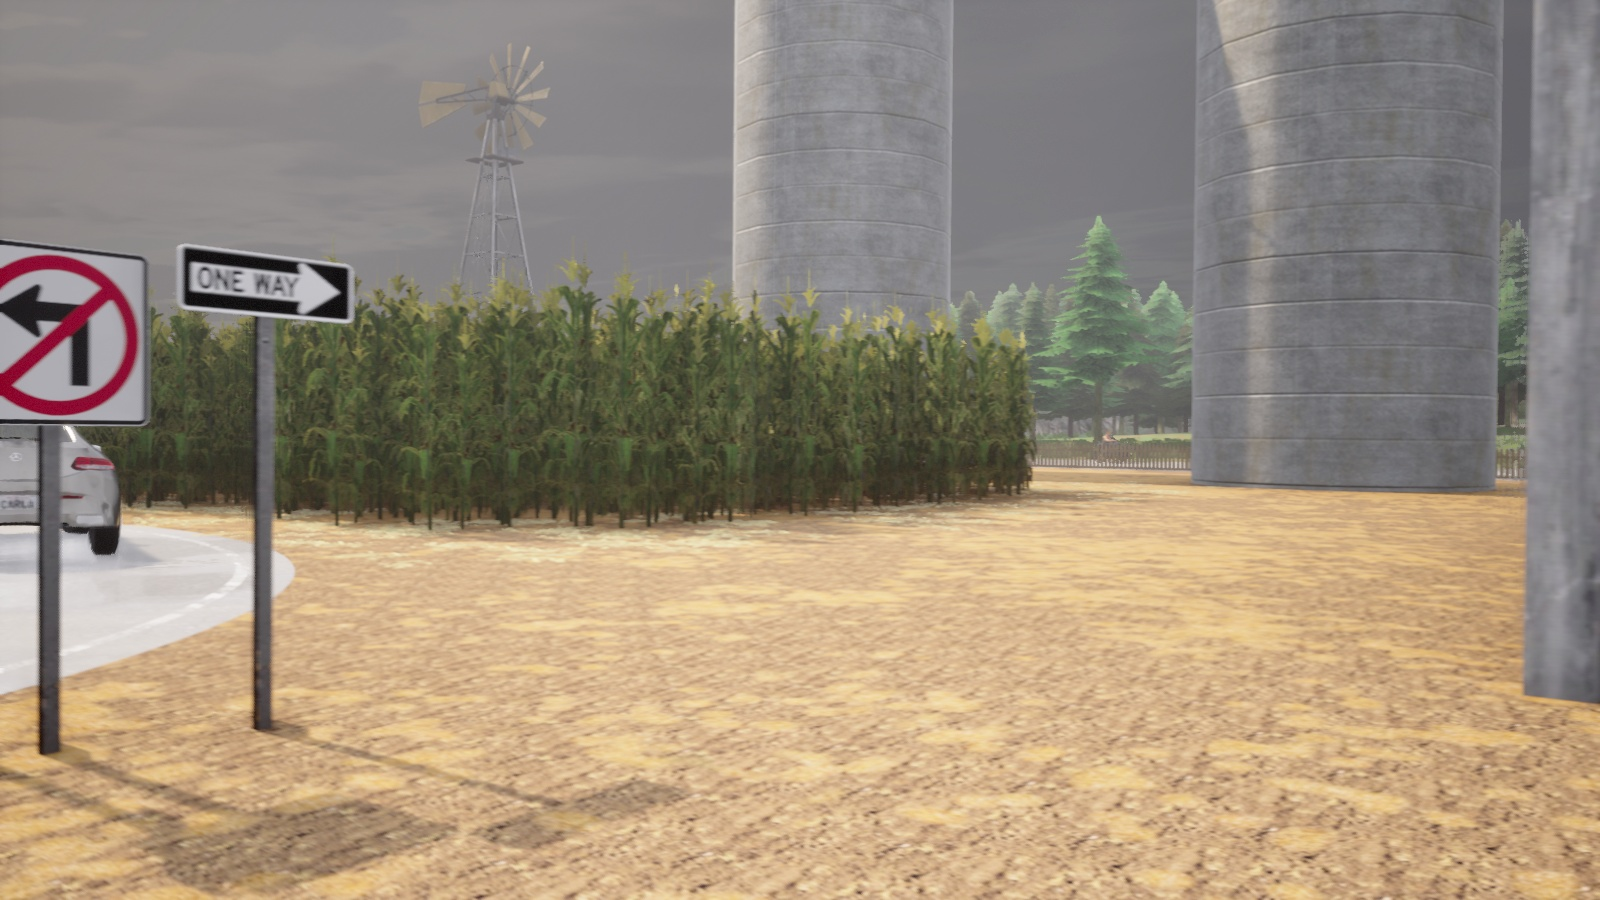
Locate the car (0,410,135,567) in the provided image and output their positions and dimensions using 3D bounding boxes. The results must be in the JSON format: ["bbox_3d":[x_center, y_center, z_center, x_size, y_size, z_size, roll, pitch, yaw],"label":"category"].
[{"bbox_3d":[-9.718,0.388,15.387,2.152,1.651,5.027,-1,1,-35],"label":"car"}]
